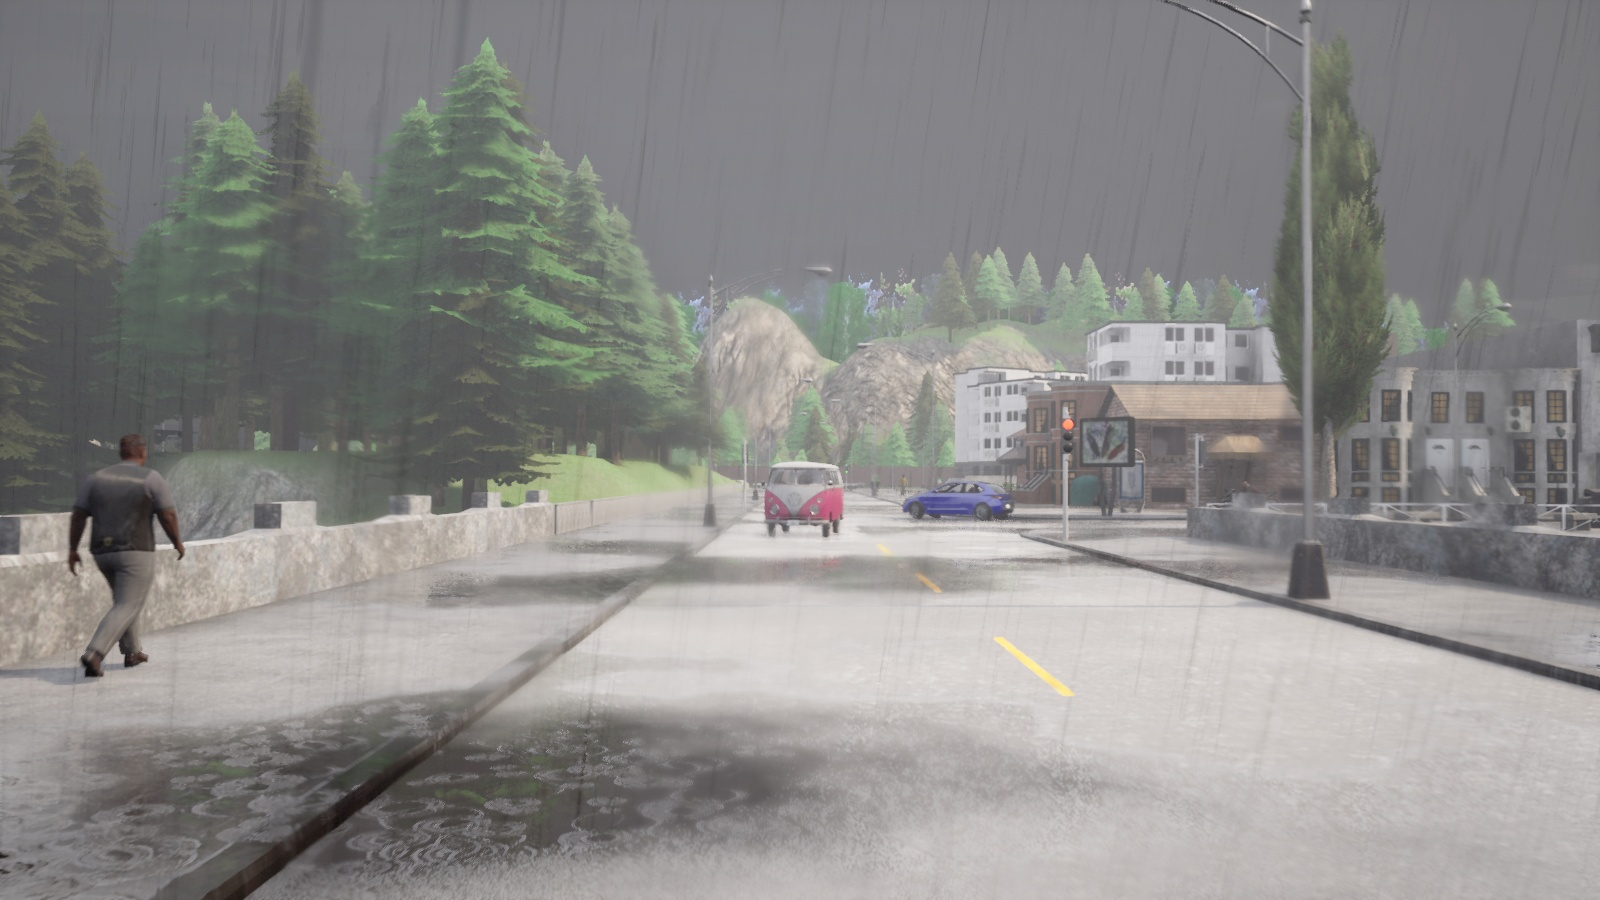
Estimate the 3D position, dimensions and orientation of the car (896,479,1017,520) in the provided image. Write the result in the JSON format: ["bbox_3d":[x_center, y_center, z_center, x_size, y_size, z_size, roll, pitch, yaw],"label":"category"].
[{"bbox_3d":[5.931,1.858,47.696,4.193,1.474,1.816,-1,-1,34],"label":"car"}]

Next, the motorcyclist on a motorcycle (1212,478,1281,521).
[{"bbox_3d":[16.181,1.793,45.567,2.191,1.530,0.866,0,-1,0],"label":"motorcyclist on a motorcycle"}]

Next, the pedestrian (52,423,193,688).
[{"bbox_3d":[-5.024,0.759,9.357,0.563,1.883,0.849,0,-1,2],"label":"pedestrian"}]

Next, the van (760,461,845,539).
[{"bbox_3d":[0.145,1.327,34.265,1.775,1.987,4.442,0,-1,7],"label":"van"}]
